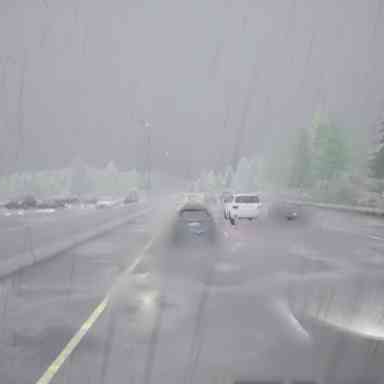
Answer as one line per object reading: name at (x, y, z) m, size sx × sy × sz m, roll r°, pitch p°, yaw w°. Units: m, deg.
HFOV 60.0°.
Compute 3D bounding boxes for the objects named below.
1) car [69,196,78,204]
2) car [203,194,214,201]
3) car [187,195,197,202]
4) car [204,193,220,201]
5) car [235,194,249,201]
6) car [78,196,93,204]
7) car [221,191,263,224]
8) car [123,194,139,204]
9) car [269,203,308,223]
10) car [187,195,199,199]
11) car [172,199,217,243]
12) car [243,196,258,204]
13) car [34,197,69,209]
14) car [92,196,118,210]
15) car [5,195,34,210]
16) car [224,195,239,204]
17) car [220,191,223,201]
car at (-21.012, 1.428, 57.478) m, size 1.895 × 1.301 × 4.718 m, roll 0°, pitch 0°, yaw 0°
car at (3.496, 1.163, 70.128) m, size 2.033 × 1.411 × 5.357 m, roll 0°, pitch 0°, yaw 0°
car at (-0.002, 1.293, 68.836) m, size 1.837 × 1.490 × 4.892 m, roll 0°, pitch 0°, yaw 0°
car at (3.496, 1.324, 60.054) m, size 1.837 × 1.490 × 4.892 m, roll 0°, pitch 0°, yaw 0°
car at (10.496, 1.163, 70.129) m, size 2.033 × 1.411 × 5.357 m, roll 0°, pitch 0°, yaw 0°
car at (-17.521, 1.353, 57.512) m, size 1.812 × 1.442 × 4.674 m, roll 0°, pitch 0°, yaw 0°
car at (3.599, 1.148, 23.955) m, size 2.150 × 2.045 × 5.566 m, roll 0°, pitch 0°, yaw 0°
car at (-10.523, 1.179, 57.932) m, size 2.097 × 1.767 × 4.553 m, roll 0°, pitch 0°, yaw 0°
car at (7.098, 1.489, 24.837) m, size 1.994 × 1.385 × 4.181 m, roll 0°, pitch 0°, yaw 0°
car at (0.097, 1.366, 37.241) m, size 1.882 × 1.535 × 5.008 m, roll 0°, pitch 0°, yaw 0°
car at (0.099, 1.383, 15.763) m, size 2.033 × 1.649 × 4.856 m, roll 0°, pitch 0°, yaw 0°
car at (10.496, 1.421, 60.156) m, size 1.895 × 1.301 × 4.718 m, roll 0°, pitch 0°, yaw 0°
car at (-17.568, 1.438, 41.697) m, size 1.994 × 1.385 × 4.181 m, roll 0°, pitch 0°, yaw 0°
car at (-10.571, 1.401, 41.660) m, size 1.812 × 1.442 × 4.674 m, roll 0°, pitch 0°, yaw 0°
car at (-21.068, 1.229, 41.259) m, size 2.097 × 1.767 × 4.553 m, roll 0°, pitch 0°, yaw 0°
car at (6.996, 1.314, 59.709) m, size 2.128 × 1.511 × 4.902 m, roll 0°, pitch 0°, yaw 0°
car at (6.996, 0.848, 70.158) m, size 2.150 × 2.045 × 5.566 m, roll 0°, pitch 0°, yaw 0°
